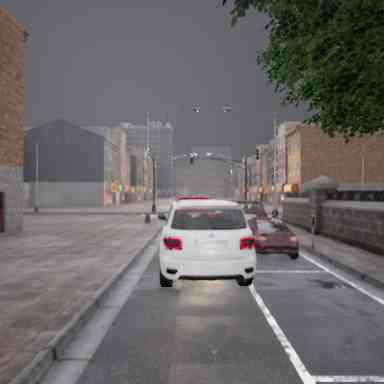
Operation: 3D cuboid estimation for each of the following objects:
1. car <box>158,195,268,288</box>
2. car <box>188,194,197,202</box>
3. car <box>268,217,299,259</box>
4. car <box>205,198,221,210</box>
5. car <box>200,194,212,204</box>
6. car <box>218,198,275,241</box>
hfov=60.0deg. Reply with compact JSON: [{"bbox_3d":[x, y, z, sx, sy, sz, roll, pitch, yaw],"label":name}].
[{"bbox_3d":[0.223,1.218,9.392,2.150,2.045,5.566,0,0,-4],"label":"car"},{"bbox_3d":[0.180,1.477,81.831,2.097,1.767,4.553,0,0,0],"label":"car"},{"bbox_3d":[2.671,1.578,12.255,1.802,1.307,4.206,1,0,0],"label":"car"},{"bbox_3d":[2.741,1.569,44.134,1.887,1.381,4.507,1,0,0],"label":"car"},{"bbox_3d":[2.791,1.388,65.884,2.192,1.841,5.009,1,0,0],"label":"car"},{"bbox_3d":[2.686,1.312,17.704,2.192,1.841,5.009,1,0,0],"label":"car"}]
